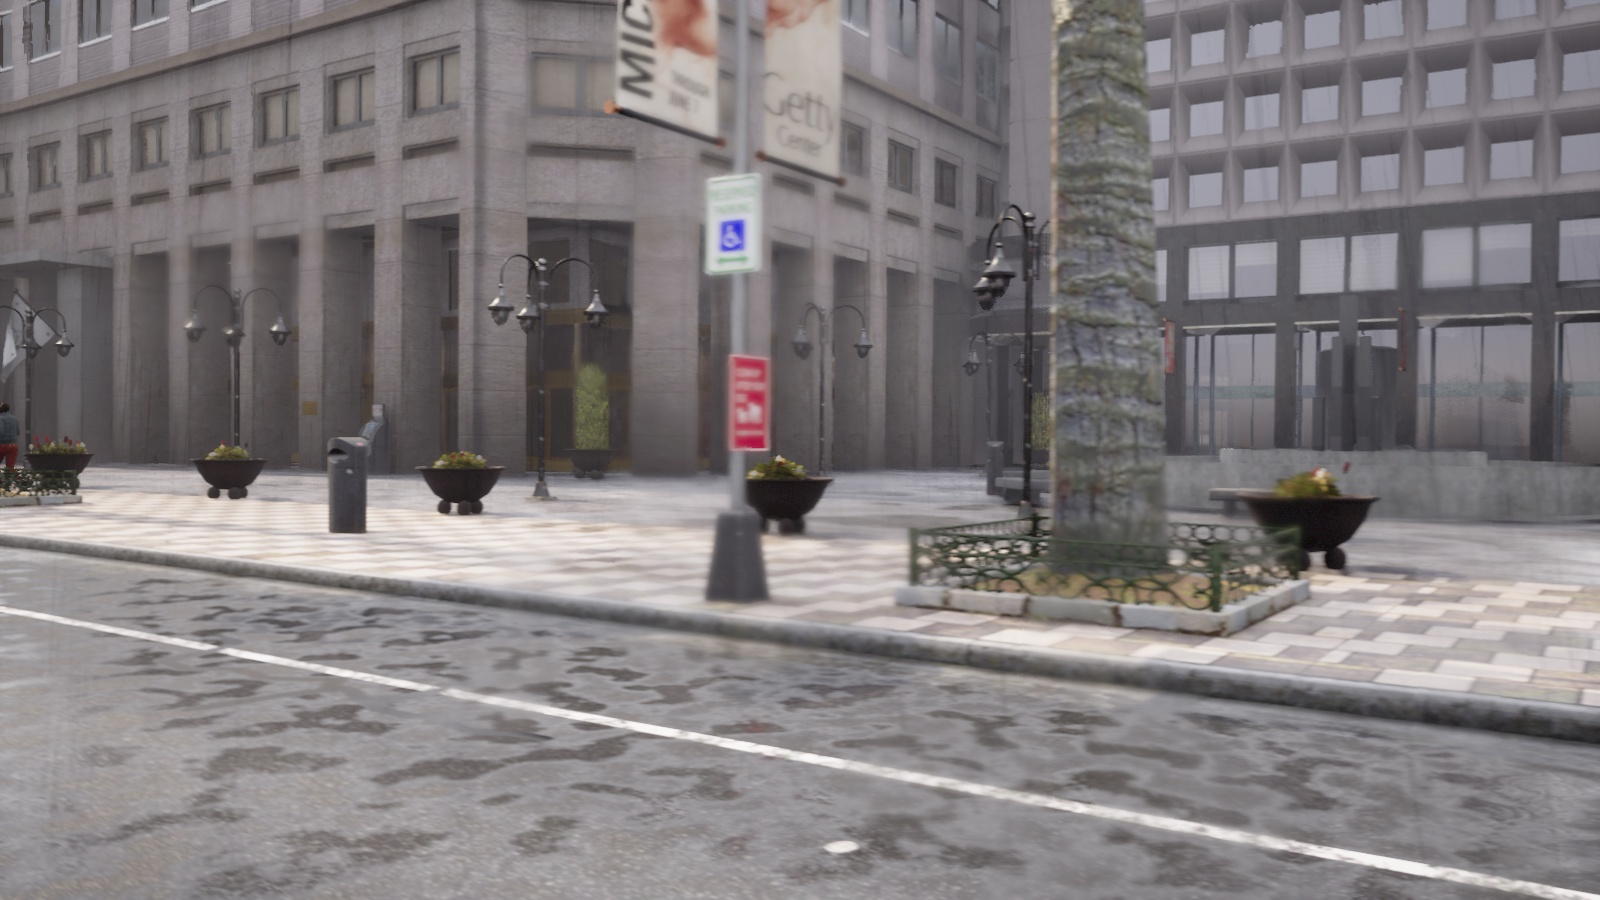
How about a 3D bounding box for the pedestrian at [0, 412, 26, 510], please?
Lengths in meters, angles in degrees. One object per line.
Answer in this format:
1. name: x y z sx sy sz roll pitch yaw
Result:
1. pedestrian: -15.166 0.199 23.962 0.614 1.847 0.353 0 1 21
